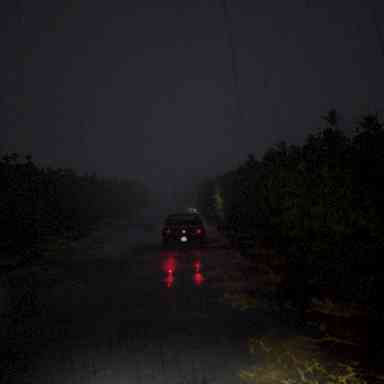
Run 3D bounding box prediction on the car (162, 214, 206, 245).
[{"bbox_3d":[-0.421,1.711,16.300,1.895,1.301,4.718,-1,0,-2],"label":"car"}]
